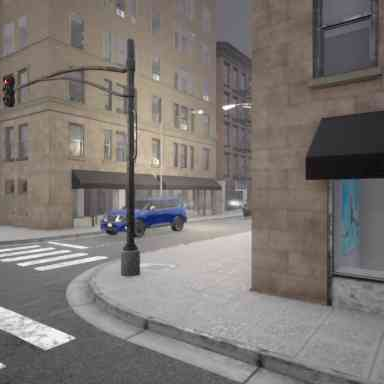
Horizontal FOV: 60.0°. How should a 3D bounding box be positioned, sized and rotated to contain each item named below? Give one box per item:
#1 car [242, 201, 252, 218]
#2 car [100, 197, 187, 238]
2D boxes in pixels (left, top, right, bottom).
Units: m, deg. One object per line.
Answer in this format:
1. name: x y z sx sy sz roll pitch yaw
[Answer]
1. car: 6.923 1.411 32.128 2.150 2.045 5.566 0 0 35
2. car: -2.506 1.317 18.855 2.150 2.045 5.566 0 0 35
